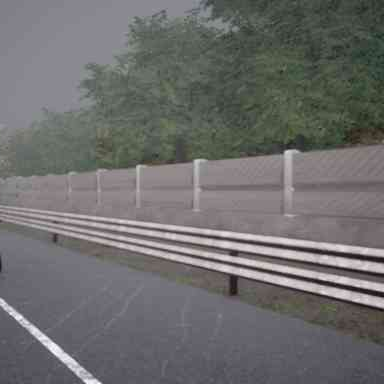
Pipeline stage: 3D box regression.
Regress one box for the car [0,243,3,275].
[{"bbox_3d":[-6.960,1.339,9.283,2.097,1.767,4.553,0,0,-43],"label":"car"}]
